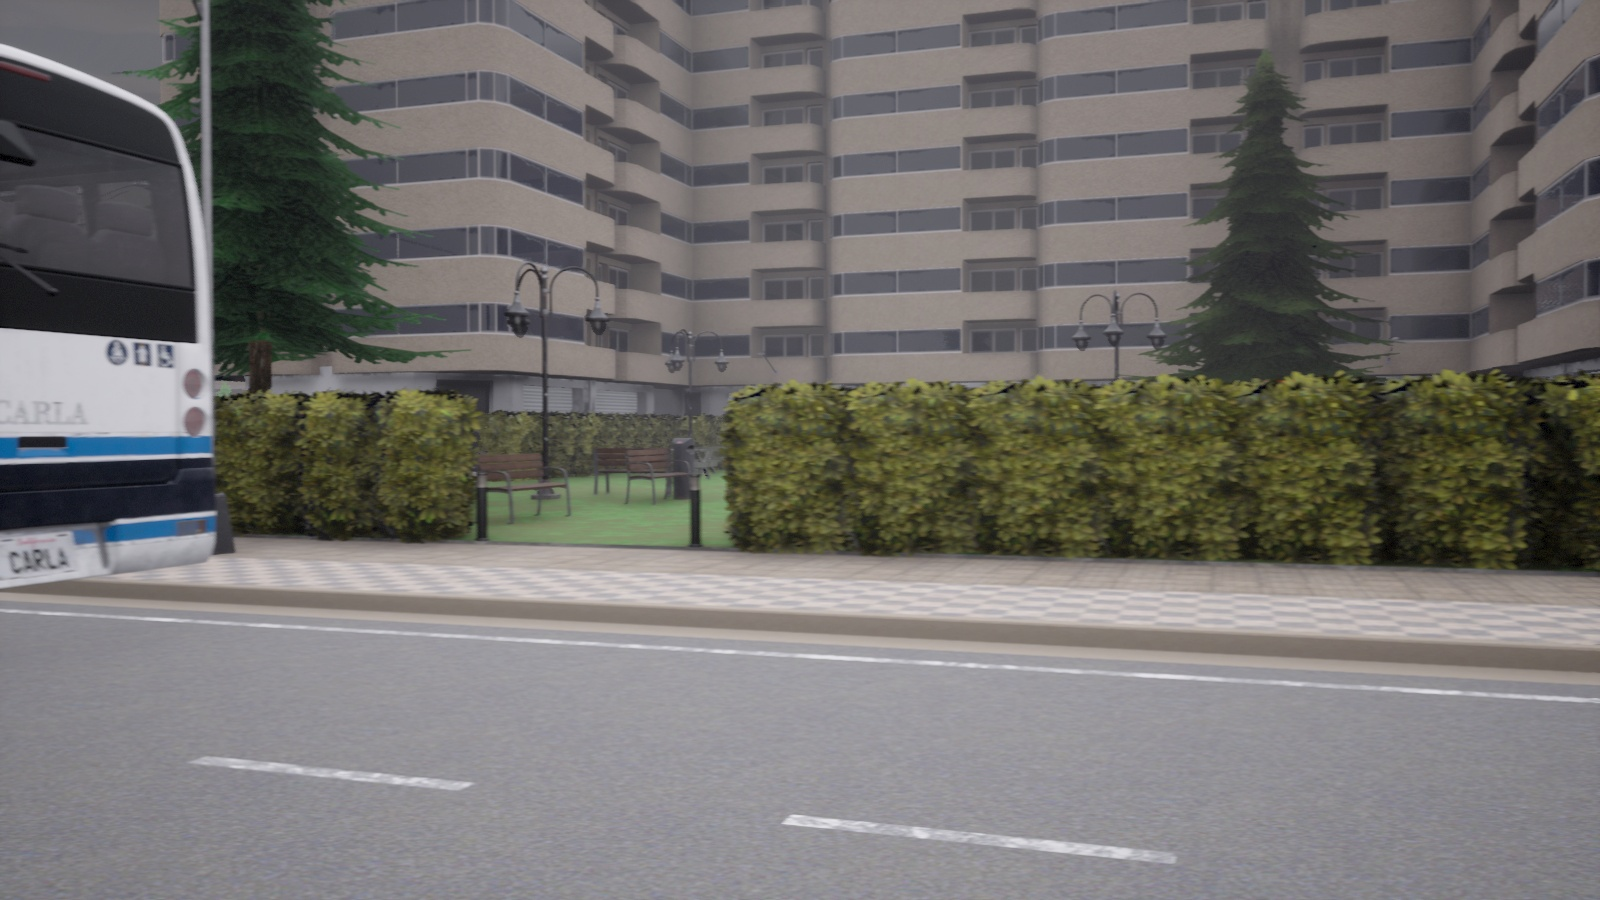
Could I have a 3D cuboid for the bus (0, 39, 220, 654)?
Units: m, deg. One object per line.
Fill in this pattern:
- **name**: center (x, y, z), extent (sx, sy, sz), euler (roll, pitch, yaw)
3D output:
- **bus**: center (-10.395, -0.755, 10.362), extent (10.273, 4.253, 3.944), euler (1, 1, 19)
